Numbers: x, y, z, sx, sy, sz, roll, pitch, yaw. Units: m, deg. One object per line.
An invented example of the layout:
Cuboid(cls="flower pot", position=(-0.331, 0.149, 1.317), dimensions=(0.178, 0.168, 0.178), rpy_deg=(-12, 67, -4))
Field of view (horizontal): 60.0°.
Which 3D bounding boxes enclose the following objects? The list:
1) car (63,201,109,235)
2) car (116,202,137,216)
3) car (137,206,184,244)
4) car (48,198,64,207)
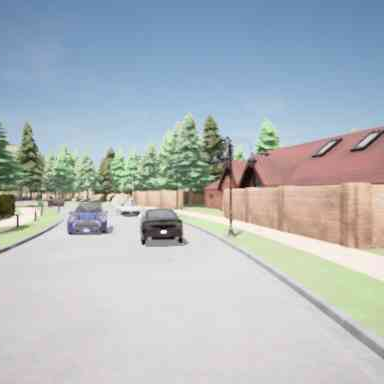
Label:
Cuboid(cls="car", position=(-6.017, 1.439, 19.591), dimensions=(2.097, 1.767, 4.553), rpy_deg=(0, 0, -13))
Cuboid(cls="car", position=(-6.783, 1.741, 34.911), dimensions=(1.895, 1.301, 4.718), rpy_deg=(0, 0, -21))
Cuboid(cls="car", position=(-1.603, 1.537, 16.423), dimensions=(1.882, 1.535, 5.008), rpy_deg=(0, 0, -10))
Cuboid(cls="car", position=(-23.480, 1.757, 57.669), dimensions=(1.882, 1.535, 5.008), rpy_deg=(0, 0, -35))
